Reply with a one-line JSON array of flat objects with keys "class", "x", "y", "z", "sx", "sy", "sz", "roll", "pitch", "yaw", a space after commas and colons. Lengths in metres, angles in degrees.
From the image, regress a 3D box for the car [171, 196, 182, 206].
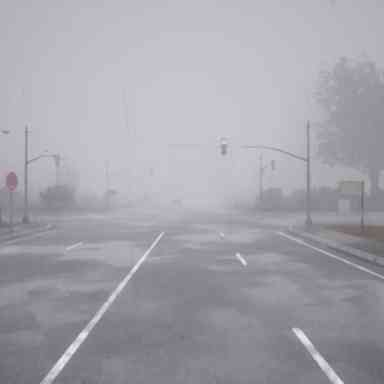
[{"class": "car", "x": -3.504, "y": 2.030, "z": 76.019, "sx": 2.150, "sy": 2.045, "sz": 5.566, "roll": 0, "pitch": -1, "yaw": 0}]
